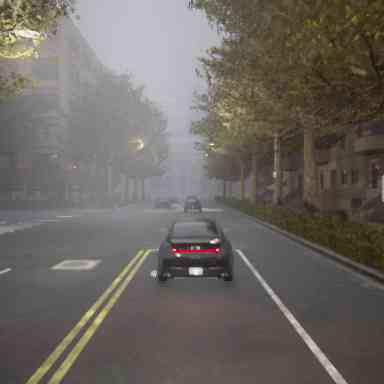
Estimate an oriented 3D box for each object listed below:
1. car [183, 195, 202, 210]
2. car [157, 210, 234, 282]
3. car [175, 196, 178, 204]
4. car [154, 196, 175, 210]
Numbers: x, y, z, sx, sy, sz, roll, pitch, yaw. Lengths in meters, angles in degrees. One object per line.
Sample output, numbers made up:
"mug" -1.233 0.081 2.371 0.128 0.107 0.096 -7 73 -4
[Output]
"car" 0.105 1.427 37.573 1.812 1.442 4.674 0 0 0
"car" 0.091 1.478 9.649 1.837 1.490 4.892 0 0 0
"car" -3.505 1.444 60.047 1.895 1.301 4.718 0 0 0
"car" -3.587 1.368 41.919 1.882 1.535 5.008 0 0 1
